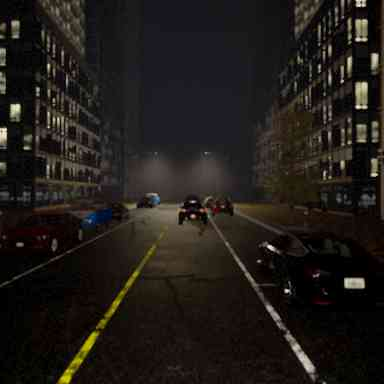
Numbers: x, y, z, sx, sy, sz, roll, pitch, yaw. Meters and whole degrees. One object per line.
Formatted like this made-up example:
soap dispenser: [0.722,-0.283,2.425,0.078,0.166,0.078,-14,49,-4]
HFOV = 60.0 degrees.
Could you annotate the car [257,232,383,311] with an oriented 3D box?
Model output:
car: [2.682,1.534,7.576,1.947,1.339,4.313,0,0,0]

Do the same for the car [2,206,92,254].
car: [-5.707,1.490,13.268,1.887,1.381,4.507,0,0,0]

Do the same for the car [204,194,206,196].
car: [2.620,1.317,47.589,1.752,1.417,4.829,0,0,0]

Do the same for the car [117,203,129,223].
car: [-5.725,1.478,24.653,1.802,1.307,4.206,0,0,0]

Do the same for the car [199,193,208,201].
car: [2.577,1.099,75.877,1.967,1.590,4.097,0,0,0]

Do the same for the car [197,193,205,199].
car: [2.550,1.127,92.953,2.008,1.369,4.403,0,0,0]

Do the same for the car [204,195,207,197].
car: [2.629,1.401,41.727,1.802,1.307,4.206,0,0,0]

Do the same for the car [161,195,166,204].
car: [-5.769,1.333,53.113,1.947,1.339,4.313,0,0,0]

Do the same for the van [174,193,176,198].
van: [-5.821,0.946,87.264,1.690,1.788,3.998,0,0,0]

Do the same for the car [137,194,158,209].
car: [-5.751,1.259,41.727,1.967,1.590,4.097,0,0,0]

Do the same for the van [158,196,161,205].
van: [-5.759,1.134,47.420,1.690,1.788,3.998,0,0,0]

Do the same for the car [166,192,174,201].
car: [-5.804,1.186,75.710,1.752,1.417,4.829,0,0,0]

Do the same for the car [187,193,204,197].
car: [0.034,1.171,41.770,2.097,1.767,4.553,0,0,0]

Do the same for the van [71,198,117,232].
van: [-5.715,1.262,18.959,1.690,1.788,3.998,0,0,0]

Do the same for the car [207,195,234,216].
car: [2.648,1.310,30.342,1.967,1.590,4.097,0,0,0]

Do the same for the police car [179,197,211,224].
police car: [0.063,1.401,23.977,2.038,1.542,4.974,0,0,0]
